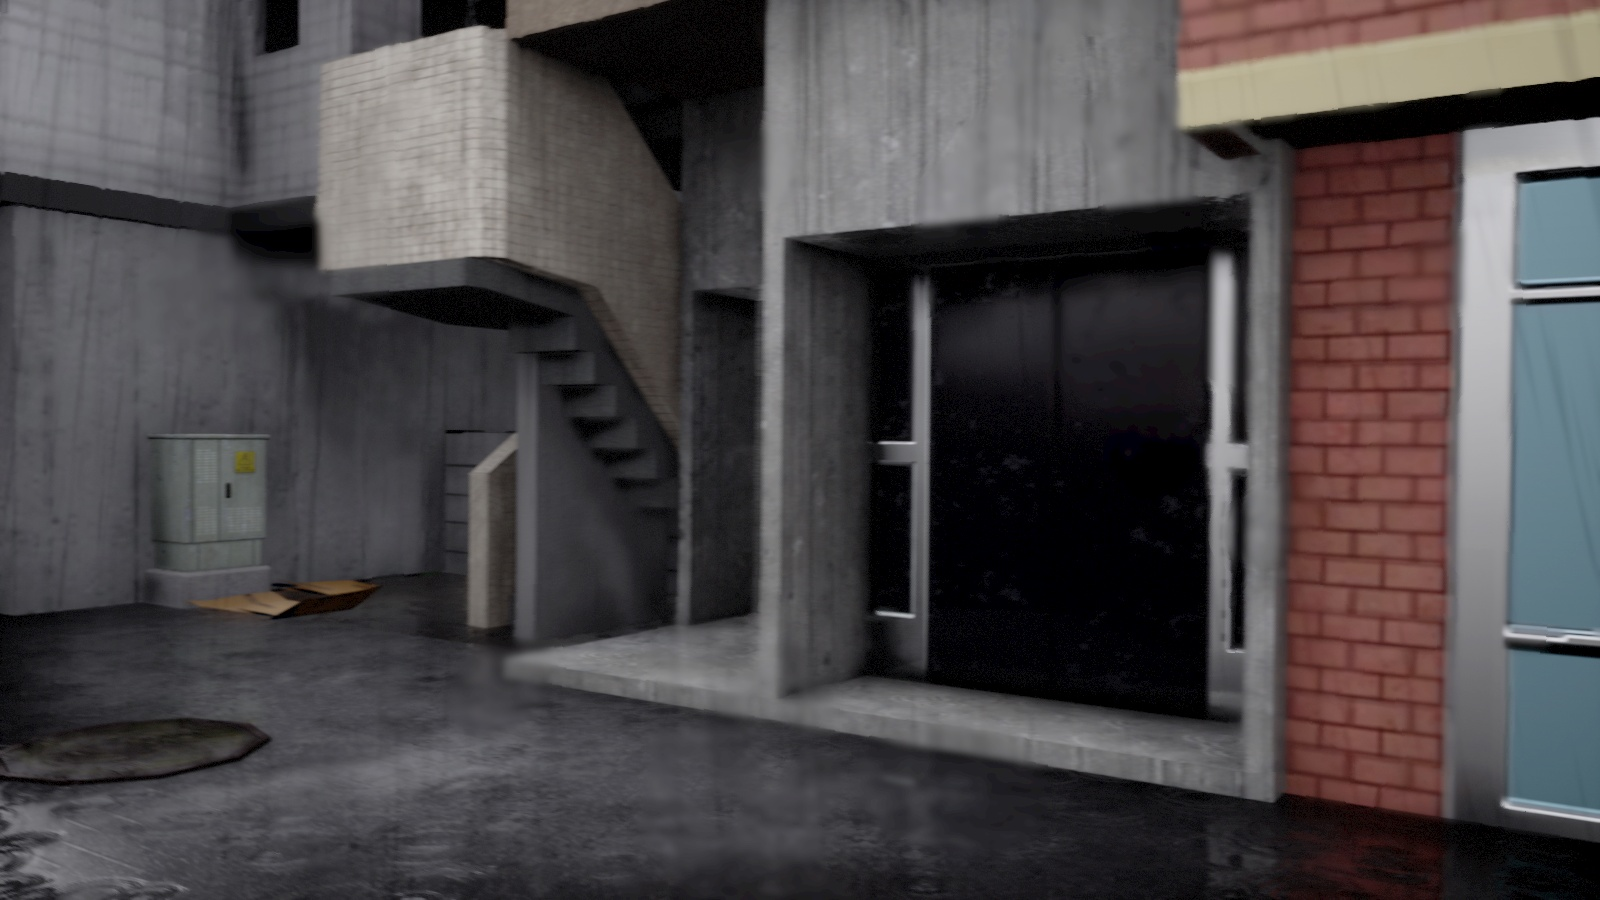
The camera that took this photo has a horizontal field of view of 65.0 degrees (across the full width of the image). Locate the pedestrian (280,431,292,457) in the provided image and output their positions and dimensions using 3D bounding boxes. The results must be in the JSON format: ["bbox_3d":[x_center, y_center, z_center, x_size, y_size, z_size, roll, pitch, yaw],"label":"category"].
[{"bbox_3d":[-36.573,-0.439,89.324,0.354,1.836,0.706,0,1,32],"label":"pedestrian"}]
